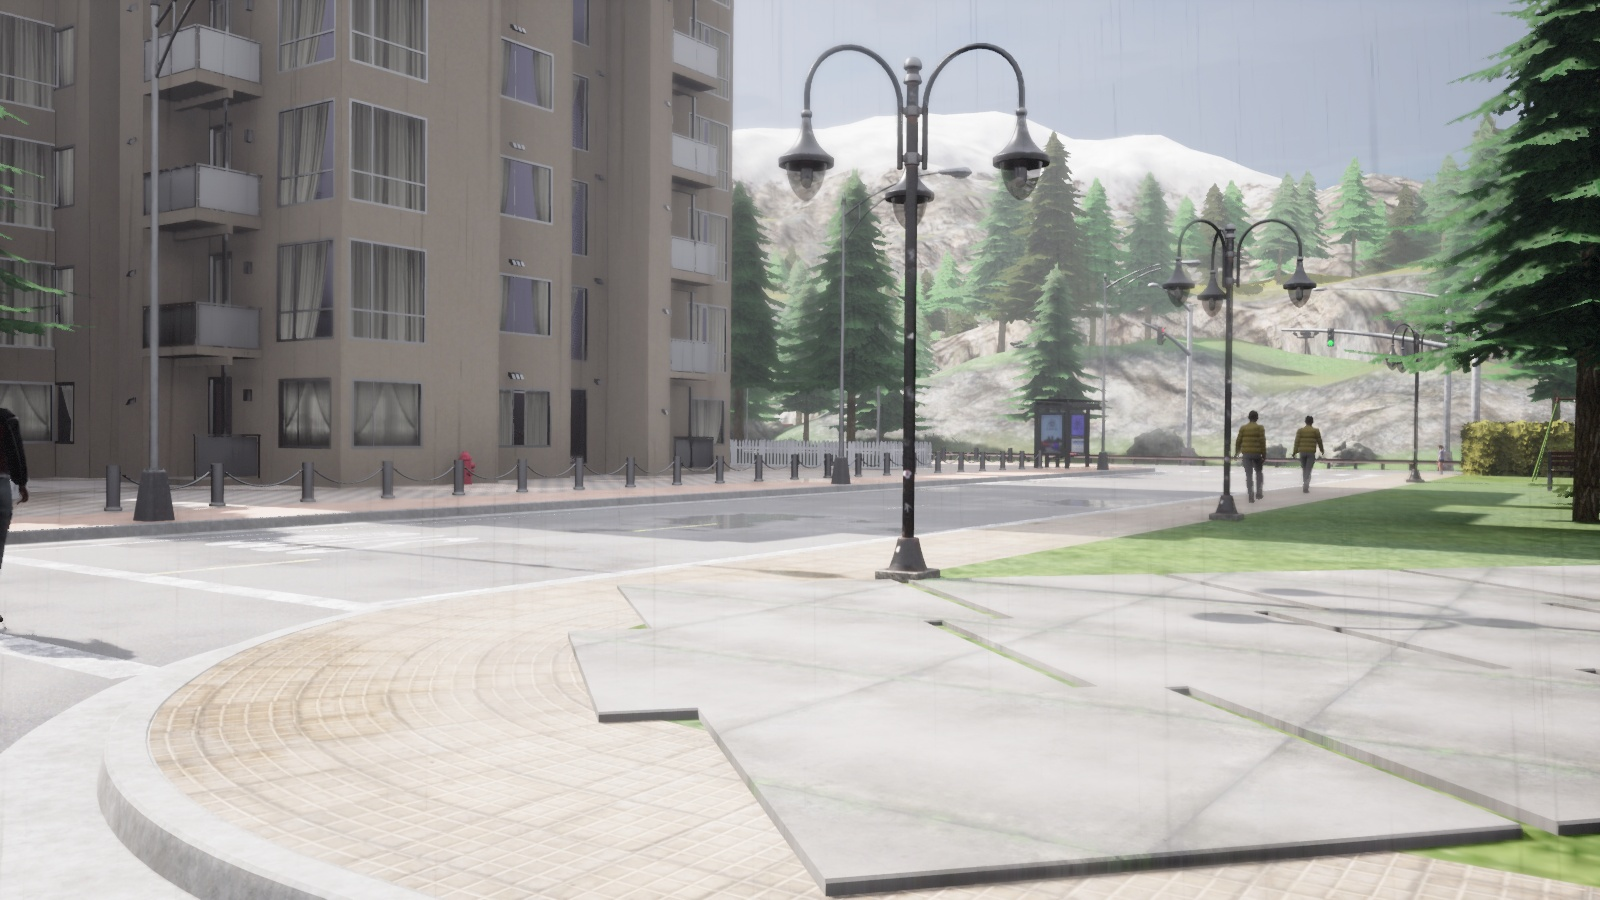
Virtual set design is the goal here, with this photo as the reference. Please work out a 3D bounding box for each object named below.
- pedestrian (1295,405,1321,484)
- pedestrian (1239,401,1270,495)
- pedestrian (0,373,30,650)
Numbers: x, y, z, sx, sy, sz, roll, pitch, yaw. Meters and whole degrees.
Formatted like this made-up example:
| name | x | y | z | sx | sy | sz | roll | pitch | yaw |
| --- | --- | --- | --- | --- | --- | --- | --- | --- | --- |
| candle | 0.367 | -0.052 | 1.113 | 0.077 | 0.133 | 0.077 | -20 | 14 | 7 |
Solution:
| name | x | y | z | sx | sy | sz | roll | pitch | yaw |
| --- | --- | --- | --- | --- | --- | --- | --- | --- | --- |
| pedestrian | 11.873 | -0.131 | 29.357 | 0.431 | 1.840 | 0.709 | 0 | 1 | 34 |
| pedestrian | 9.022 | -0.045 | 24.931 | 0.431 | 1.840 | 0.709 | 0 | 1 | 32 |
| pedestrian | -5.849 | 0.427 | 8.978 | 0.402 | 1.930 | 0.666 | -1 | 1 | -17 |
